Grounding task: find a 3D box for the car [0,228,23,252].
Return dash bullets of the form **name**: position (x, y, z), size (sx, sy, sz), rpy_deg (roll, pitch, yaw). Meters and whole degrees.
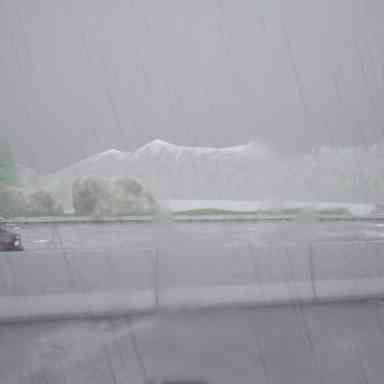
- **car**: position (-7.733, 1.657, 10.580), size (4.181, 1.385, 1.994), rpy_deg (0, 0, -11)
